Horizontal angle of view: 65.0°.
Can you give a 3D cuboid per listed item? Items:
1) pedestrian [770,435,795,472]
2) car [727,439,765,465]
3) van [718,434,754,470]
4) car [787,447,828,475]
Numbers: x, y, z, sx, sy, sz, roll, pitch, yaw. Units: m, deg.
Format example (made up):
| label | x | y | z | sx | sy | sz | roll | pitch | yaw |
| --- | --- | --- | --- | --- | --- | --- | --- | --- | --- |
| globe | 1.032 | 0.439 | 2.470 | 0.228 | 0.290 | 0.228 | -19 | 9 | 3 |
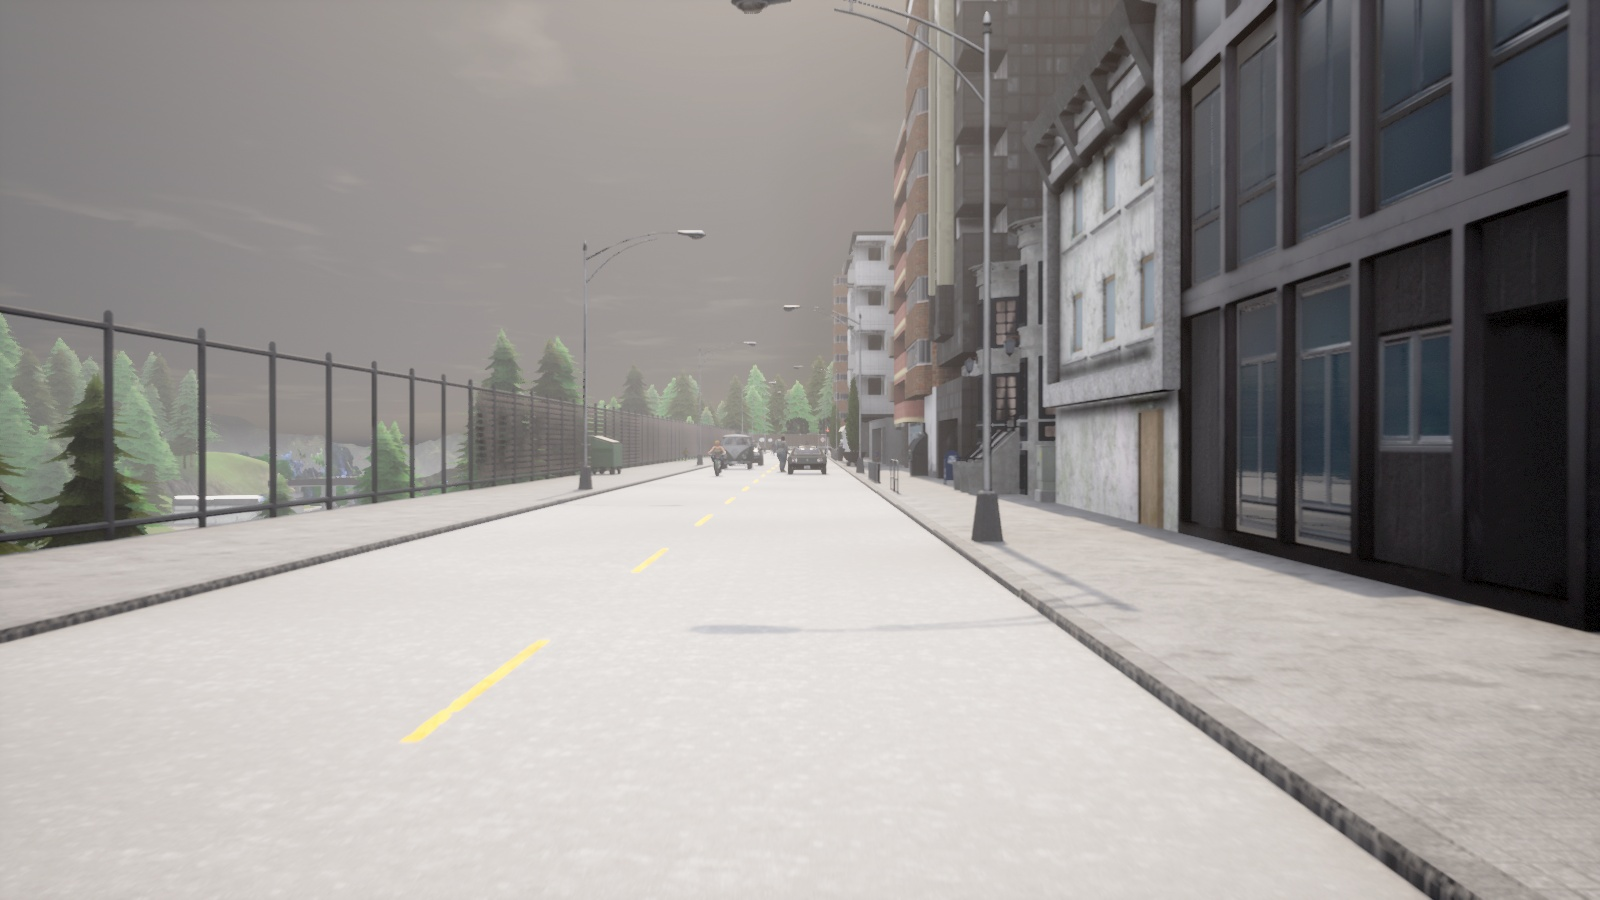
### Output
| label | x | y | z | sx | sy | sz | roll | pitch | yaw |
| --- | --- | --- | --- | --- | --- | --- | --- | --- | --- |
| pedestrian | -0.896 | 0.183 | 63.594 | 0.874 | 1.855 | 0.900 | 0 | 0 | 45 |
| car | -3.528 | 0.123 | 82.411 | 2.242 | 1.667 | 4.611 | 0 | 0 | 0 |
| van | -3.588 | 0.095 | 71.231 | 1.775 | 1.987 | 4.442 | 0 | 0 | 0 |
| car | 0.351 | 0.506 | 60.487 | 1.895 | 1.301 | 4.718 | 0 | 0 | 0 |
